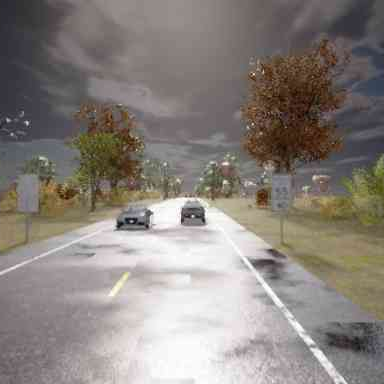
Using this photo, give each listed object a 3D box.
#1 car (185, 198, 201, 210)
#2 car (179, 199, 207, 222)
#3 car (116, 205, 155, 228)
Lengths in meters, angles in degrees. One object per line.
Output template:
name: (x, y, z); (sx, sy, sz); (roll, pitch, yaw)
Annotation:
car: (0.089, 1.558, 42.528); (1.994, 1.385, 4.181); (0, 0, 0)
car: (0.079, 1.482, 26.150); (1.837, 1.490, 4.892); (0, 0, 0)
car: (-3.575, 1.541, 21.593); (1.994, 1.385, 4.181); (0, 0, 0)
